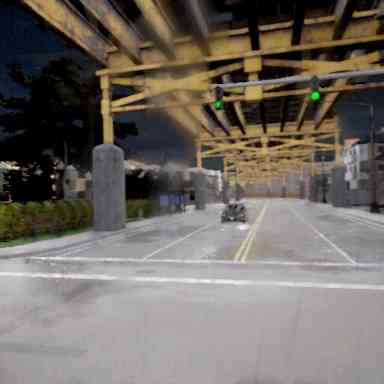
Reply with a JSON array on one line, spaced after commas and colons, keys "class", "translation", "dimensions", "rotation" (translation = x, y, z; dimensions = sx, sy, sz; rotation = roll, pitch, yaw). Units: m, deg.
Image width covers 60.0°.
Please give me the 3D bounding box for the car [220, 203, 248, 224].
[{"class": "car", "translation": [3.444, 1.685, 26.514], "dimensions": [1.837, 1.490, 4.892], "rotation": [-2, 0, 14]}]
